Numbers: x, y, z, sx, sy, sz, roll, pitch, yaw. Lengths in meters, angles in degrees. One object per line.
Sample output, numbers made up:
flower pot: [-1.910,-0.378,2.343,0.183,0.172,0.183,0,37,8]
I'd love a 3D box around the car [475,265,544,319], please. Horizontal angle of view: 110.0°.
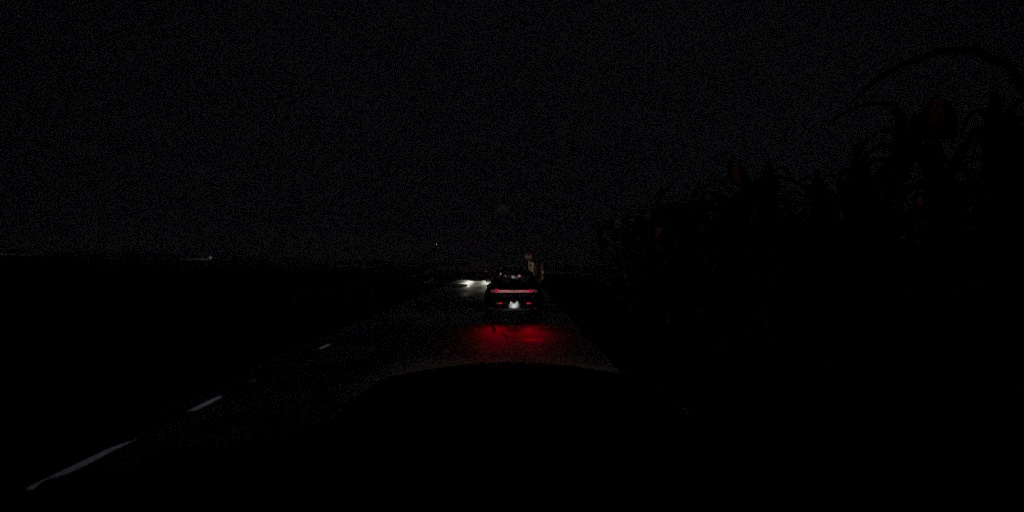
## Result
car: [0.073,1.236,12.839,2.128,1.511,4.902,0,0,0]

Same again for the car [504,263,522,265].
car: [0.074,1.238,27.548,2.128,1.511,4.902,0,0,0]

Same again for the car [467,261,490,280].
car: [-2.821,1.227,31.762,1.882,1.535,5.008,0,0,0]
